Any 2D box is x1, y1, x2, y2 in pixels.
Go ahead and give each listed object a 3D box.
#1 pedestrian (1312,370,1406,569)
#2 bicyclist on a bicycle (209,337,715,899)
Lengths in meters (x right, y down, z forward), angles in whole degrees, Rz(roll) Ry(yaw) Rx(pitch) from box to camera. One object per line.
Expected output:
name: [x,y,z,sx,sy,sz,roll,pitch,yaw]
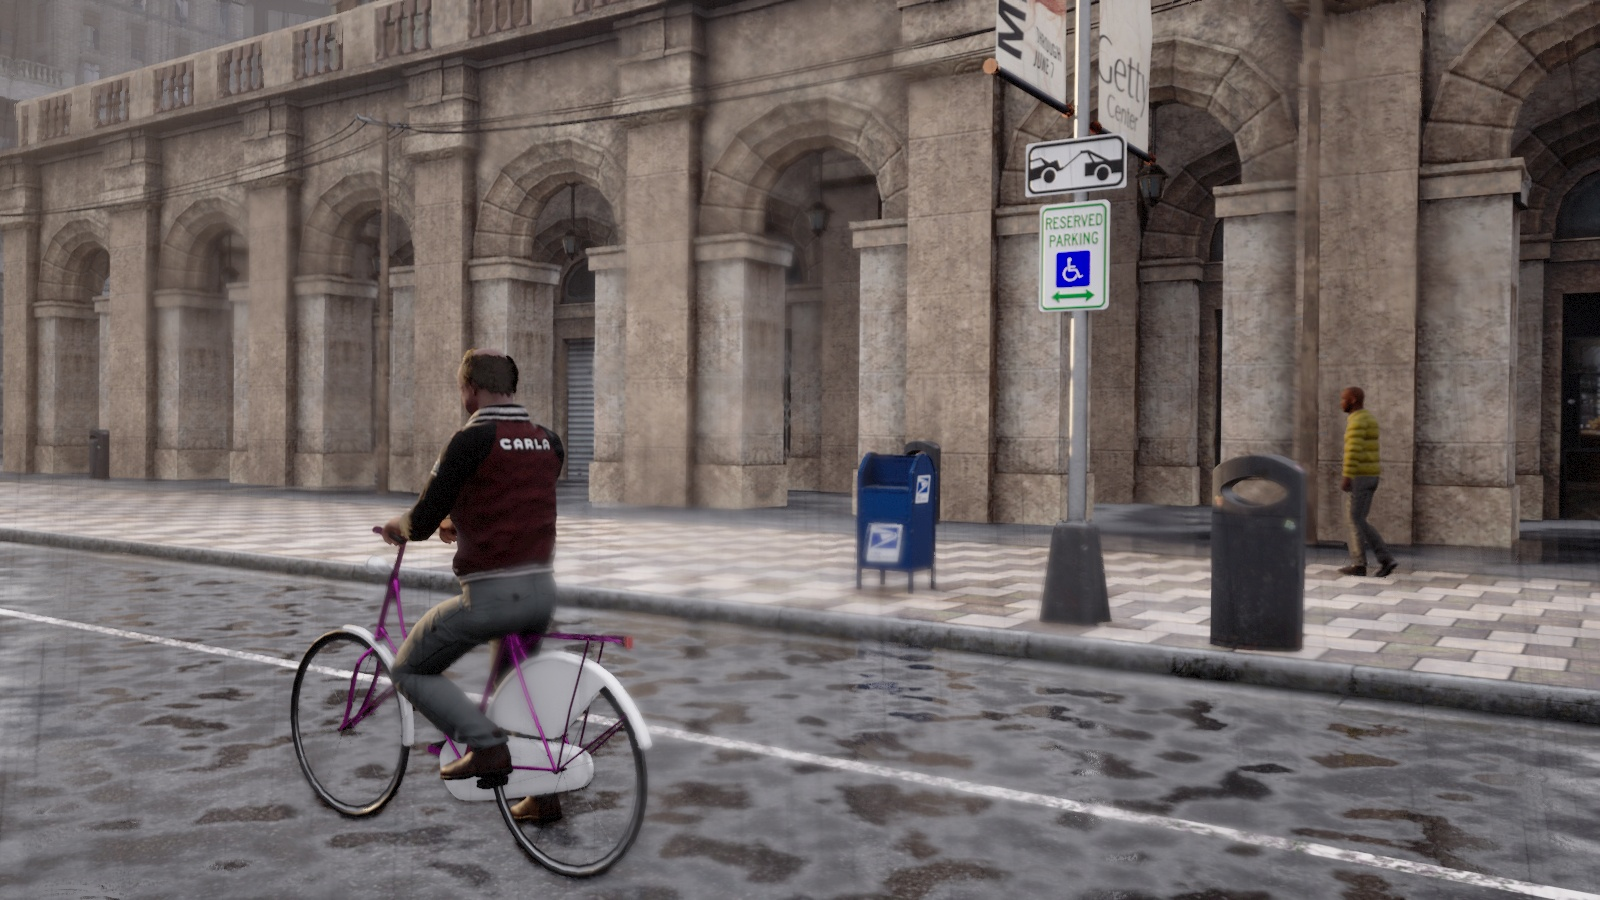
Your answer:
pedestrian: [5.294,0.176,11.901,0.726,1.835,0.370,0,1,41]
bicyclist on a bicycle: [-1.240,0.550,4.445,1.843,1.776,0.659,0,1,34]
